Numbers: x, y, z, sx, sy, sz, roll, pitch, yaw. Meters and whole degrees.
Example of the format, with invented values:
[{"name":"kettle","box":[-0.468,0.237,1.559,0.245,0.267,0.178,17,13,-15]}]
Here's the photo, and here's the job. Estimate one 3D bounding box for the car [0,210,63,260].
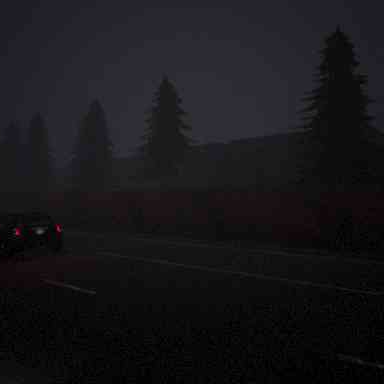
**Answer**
[{"name":"car","box":[-7.252,1.498,13.367,4.553,1.767,2.097,-1,-1,36]}]
